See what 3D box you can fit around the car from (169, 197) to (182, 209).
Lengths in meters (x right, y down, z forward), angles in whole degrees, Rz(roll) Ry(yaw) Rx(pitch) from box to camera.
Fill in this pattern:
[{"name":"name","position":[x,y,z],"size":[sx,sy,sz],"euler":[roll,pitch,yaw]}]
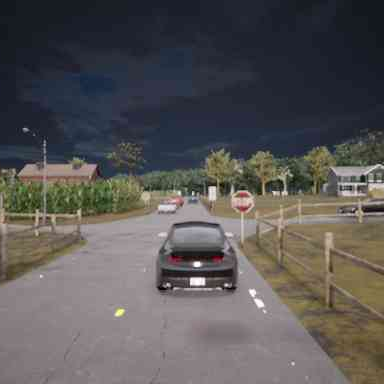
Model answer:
[{"name":"car","position":[-2.757,1.782,47.361],"size":[1.895,1.301,4.718],"euler":[0,0,0]}]

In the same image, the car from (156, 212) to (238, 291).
[{"name":"car","position":[0.115,1.551,9.120],"size":[1.837,1.490,4.892],"euler":[0,0,0]}]

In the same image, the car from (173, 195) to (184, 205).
[{"name":"car","position":[-2.644,1.601,67.083],"size":[2.097,1.767,4.553],"euler":[0,0,1]}]

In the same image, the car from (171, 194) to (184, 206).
[{"name":"car","position":[-2.726,1.435,57.143],"size":[2.150,2.045,5.566],"euler":[0,0,0]}]

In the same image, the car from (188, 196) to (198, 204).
[{"name":"car","position":[0.212,1.613,70.273],"size":[2.097,1.767,4.553],"euler":[0,0,0]}]

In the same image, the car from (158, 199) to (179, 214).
[{"name":"car","position":[-2.785,1.750,37.771],"size":[1.895,1.301,4.718],"euler":[0,0,0]}]

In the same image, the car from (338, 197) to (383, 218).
[{"name":"car","position":[13.709,1.171,25.276],"size":[4.892,1.490,1.837],"euler":[-2,-2,0]}]
